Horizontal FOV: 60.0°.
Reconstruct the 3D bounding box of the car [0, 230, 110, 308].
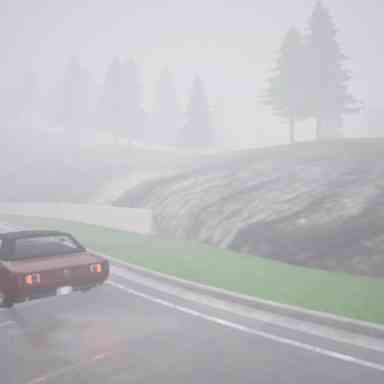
[{"bbox_3d":[-3.918,1.578,7.976,1.895,1.301,4.718,0,0,-42],"label":"car"}]
